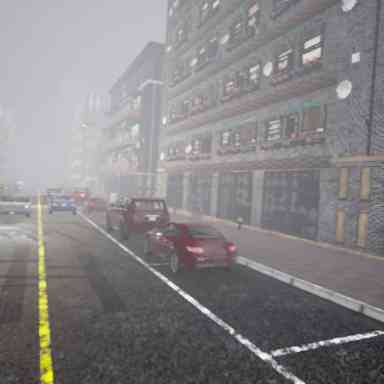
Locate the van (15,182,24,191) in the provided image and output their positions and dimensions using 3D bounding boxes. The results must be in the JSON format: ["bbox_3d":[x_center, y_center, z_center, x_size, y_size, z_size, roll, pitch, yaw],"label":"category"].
[{"bbox_3d":[-38.145,-1.273,73.585,1.690,1.788,3.998,2,1,-25],"label":"van"}]

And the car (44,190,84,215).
[{"bbox_3d":[-9.604,0.846,24.586,2.033,1.411,5.357,3,0,-25],"label":"car"}]

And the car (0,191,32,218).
[{"bbox_3d":[-11.160,0.836,21.003,1.895,1.301,4.718,3,0,-25],"label":"car"}]

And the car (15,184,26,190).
[{"bbox_3d":[-40.521,-1.214,78.718,1.947,1.339,4.313,2,1,-25],"label":"car"}]

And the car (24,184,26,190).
[{"bbox_3d":[-35.789,-0.898,68.458,2.008,1.369,4.403,2,1,-25],"label":"car"}]

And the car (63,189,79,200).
[{"bbox_3d":[-16.802,0.339,46.083,1.802,1.307,4.206,2,1,-25],"label":"car"}]

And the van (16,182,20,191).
[{"bbox_3d":[-26.316,-0.446,47.938,1.690,1.788,3.998,2,1,-25],"label":"van"}]

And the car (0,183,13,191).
[{"bbox_3d":[-19.217,0.024,32.548,2.192,1.841,5.009,2,1,-25],"label":"car"}]

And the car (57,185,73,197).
[{"bbox_3d":[-21.533,-0.259,56.362,2.192,1.841,5.009,2,1,-25],"label":"car"}]

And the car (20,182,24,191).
[{"bbox_3d":[-31.052,-0.678,58.198,1.967,1.590,4.097,2,1,-25],"label":"car"}]

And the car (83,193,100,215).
[{"bbox_3d":[-7.316,1.003,25.517,1.802,1.307,4.206,2,1,-25],"label":"car"}]

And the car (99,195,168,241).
[{"bbox_3d":[-2.562,1.069,15.231,2.192,1.841,5.009,2,1,-25],"label":"car"}]

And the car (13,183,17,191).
[{"bbox_3d":[-23.887,-0.091,42.655,1.752,1.417,4.829,2,1,-25],"label":"car"}]

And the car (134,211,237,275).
[{"bbox_3d":[-0.203,1.502,10.093,1.802,1.307,4.206,2,1,-25],"label":"car"}]

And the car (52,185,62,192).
[{"bbox_3d":[-33.395,-0.963,82.071,1.967,1.590,4.097,2,1,-25],"label":"car"}]

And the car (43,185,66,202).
[{"bbox_3d":[-15.630,0.229,37.600,2.097,1.767,4.553,3,0,-24],"label":"car"}]

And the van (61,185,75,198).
[{"bbox_3d":[-19.163,-0.067,51.221,1.690,1.788,3.998,2,1,-25],"label":"van"}]

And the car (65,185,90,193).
[{"bbox_3d":[-12.047,0.404,35.796,2.192,1.841,5.009,2,1,-25],"label":"car"}]
